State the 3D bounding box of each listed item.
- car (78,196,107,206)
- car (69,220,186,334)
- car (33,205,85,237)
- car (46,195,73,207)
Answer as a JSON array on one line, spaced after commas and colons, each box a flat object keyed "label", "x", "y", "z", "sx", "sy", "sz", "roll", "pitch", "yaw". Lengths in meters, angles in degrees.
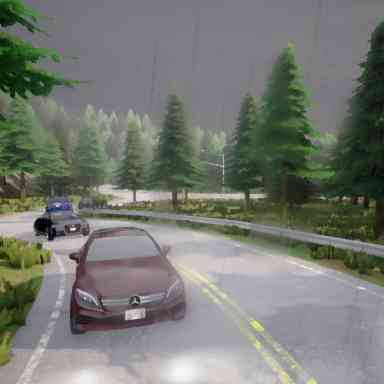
[{"label": "car", "x": -12.663, "y": 1.289, "z": 42.807, "sx": 2.097, "sy": 1.767, "sz": 4.553, "roll": 2, "pitch": 2, "yaw": 13}, {"label": "car", "x": -1.512, "y": 1.523, "z": 7.052, "sx": 1.812, "sy": 1.442, "sz": 4.674, "roll": -2, "pitch": 0, "yaw": -17}, {"label": "car", "x": -7.031, "y": 1.664, "z": 17.757, "sx": 1.994, "sy": 1.385, "sz": 4.181, "roll": -4, "pitch": 2, "yaw": -38}, {"label": "car", "x": -12.820, "y": 1.326, "z": 32.221, "sx": 2.150, "sy": 2.045, "sz": 5.566, "roll": -1, "pitch": 0, "yaw": -18}]
